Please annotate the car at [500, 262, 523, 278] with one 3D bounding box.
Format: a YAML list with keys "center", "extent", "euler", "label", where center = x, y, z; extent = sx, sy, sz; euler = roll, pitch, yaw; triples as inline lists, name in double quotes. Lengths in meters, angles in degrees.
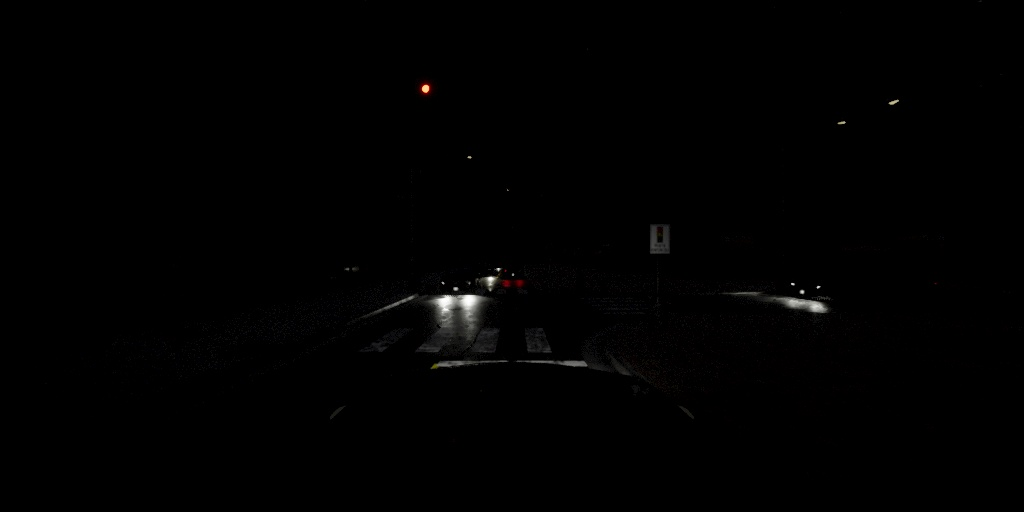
- center: [0.082, 1.358, 34.151]
  extent: [1.895, 1.301, 4.718]
  euler: [0, 0, 0]
  label: "car"

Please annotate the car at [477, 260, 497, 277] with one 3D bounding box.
- center: [-2.867, 1.236, 36.553]
  extent: [1.882, 1.535, 5.008]
  euler: [0, 0, 0]
  label: "car"

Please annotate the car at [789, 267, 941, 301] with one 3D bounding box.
- center: [15.580, 1.201, 15.962]
  extent: [5.357, 1.411, 2.033]
  euler: [0, 0, 0]
  label: "car"

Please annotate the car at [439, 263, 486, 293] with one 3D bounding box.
- center: [-2.861, 1.298, 20.914]
  extent: [2.033, 1.411, 5.357]
  euler: [0, 0, 0]
  label: "car"

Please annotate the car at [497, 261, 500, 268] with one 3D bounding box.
- center: [-2.804, 1.333, 60.471]
  extent: [2.033, 1.411, 5.357]
  euler: [0, 0, 1]
  label: "car"
